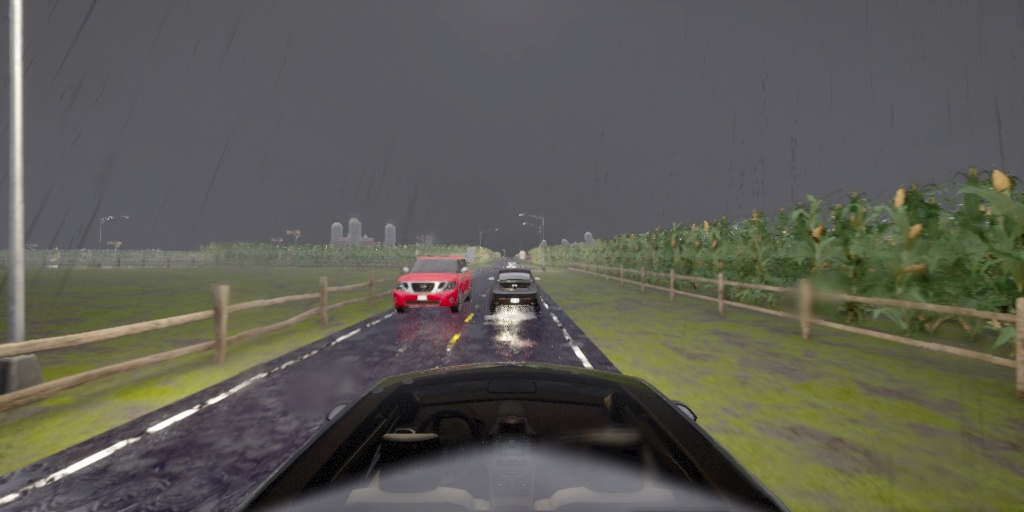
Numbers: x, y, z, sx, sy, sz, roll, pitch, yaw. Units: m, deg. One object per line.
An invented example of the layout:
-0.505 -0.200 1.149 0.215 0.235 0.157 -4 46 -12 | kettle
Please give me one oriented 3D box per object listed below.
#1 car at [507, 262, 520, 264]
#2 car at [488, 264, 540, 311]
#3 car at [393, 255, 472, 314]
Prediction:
0.106 1.294 33.362 2.033 1.411 5.357 0 0 0 | car
0.101 1.256 14.531 1.837 1.490 4.892 0 0 0 | car
-2.847 0.972 14.132 2.150 2.045 5.566 0 0 0 | car
